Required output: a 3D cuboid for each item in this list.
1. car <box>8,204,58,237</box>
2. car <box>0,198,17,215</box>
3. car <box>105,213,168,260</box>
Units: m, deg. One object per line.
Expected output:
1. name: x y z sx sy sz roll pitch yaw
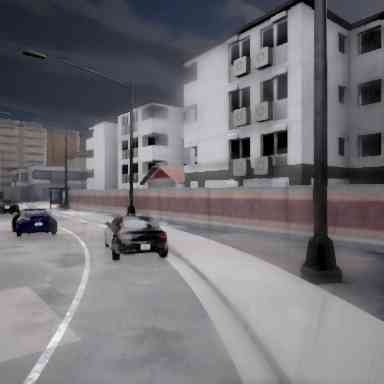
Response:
1. car: -8.715 1.573 18.301 1.994 1.385 4.181 0 0 -32
2. car: -17.468 1.366 31.062 2.097 1.767 4.553 0 0 -35
3. car: -2.186 1.524 12.418 1.812 1.442 4.674 0 0 -19
